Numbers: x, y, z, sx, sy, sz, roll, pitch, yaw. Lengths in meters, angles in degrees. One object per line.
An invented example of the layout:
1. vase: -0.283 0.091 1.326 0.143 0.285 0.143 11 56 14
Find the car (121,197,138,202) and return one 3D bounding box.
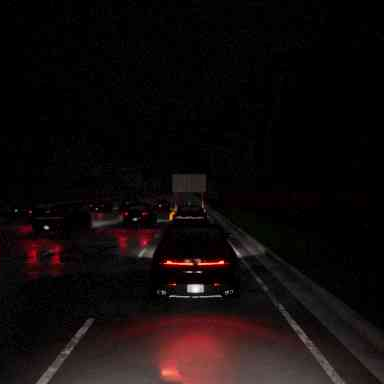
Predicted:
1. car: -7.220 1.354 39.415 2.097 1.767 4.553 0 0 -1

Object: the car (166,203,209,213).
1. car: -0.066 1.488 18.851 2.128 1.511 4.902 0 0 1

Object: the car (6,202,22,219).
1. car: -14.139 1.547 29.266 2.033 1.411 5.357 0 0 0

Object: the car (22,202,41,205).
1. car: -10.590 1.526 25.067 1.812 1.442 4.674 0 0 -1

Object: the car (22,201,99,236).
1. car: -7.036 1.492 18.488 2.128 1.511 4.902 0 0 0

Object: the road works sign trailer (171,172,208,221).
1. road works sign trailer: -0.187 0.464 22.721 2.380 3.560 2.880 0 0 -3

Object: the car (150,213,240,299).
1. car: 0.047 1.505 8.463 1.837 1.490 4.892 0 0 0

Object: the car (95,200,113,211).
1. car: -10.722 1.601 39.664 1.895 1.301 4.718 0 0 -1

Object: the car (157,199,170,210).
1. car: -3.734 1.563 40.913 1.994 1.385 4.181 0 0 -1

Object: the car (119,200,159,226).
1. car: -3.575 1.526 23.078 1.812 1.442 4.674 0 0 -1
